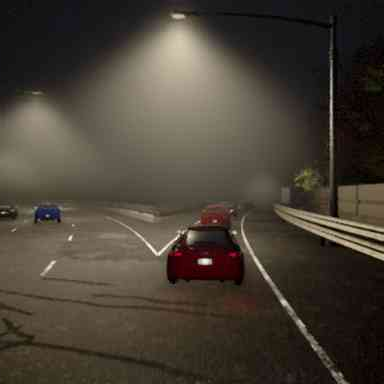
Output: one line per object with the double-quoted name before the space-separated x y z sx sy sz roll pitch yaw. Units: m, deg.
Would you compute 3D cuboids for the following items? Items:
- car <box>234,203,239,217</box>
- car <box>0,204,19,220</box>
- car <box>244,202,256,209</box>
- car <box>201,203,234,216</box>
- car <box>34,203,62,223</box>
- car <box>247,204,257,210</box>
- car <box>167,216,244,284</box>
"car" 3.899 1.806 34.863 2.033 1.411 5.357 0 0 12
"car" -16.926 1.749 30.181 1.994 1.385 4.181 0 0 -25
"car" 11.887 2.851 69.168 1.882 1.535 5.008 0 -4 15
"car" 1.700 1.644 22.525 1.882 1.535 5.008 0 -1 7
"car" -11.783 1.652 27.274 1.882 1.535 5.008 0 0 -22
"car" 13.665 3.388 75.975 1.895 1.301 4.718 0 -4 15
"car" 0.431 1.636 9.884 1.994 1.385 4.181 0 0 3
